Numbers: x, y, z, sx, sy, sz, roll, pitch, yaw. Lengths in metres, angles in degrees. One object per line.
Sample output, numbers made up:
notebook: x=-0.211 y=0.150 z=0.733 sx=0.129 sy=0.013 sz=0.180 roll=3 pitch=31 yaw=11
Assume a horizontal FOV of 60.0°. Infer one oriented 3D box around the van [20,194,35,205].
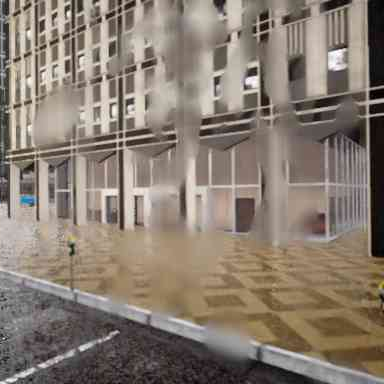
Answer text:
van: x=-27.750 y=1.300 z=55.151 sx=1.690 sy=1.788 sz=3.998 roll=-1 pitch=-1 yaw=35
